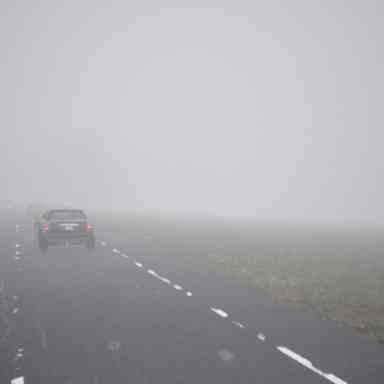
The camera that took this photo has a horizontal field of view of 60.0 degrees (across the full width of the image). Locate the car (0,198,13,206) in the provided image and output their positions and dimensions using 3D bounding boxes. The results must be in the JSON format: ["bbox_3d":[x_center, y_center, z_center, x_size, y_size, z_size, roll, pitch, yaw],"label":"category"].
[{"bbox_3d":[-35.313,1.824,63.481,2.128,1.511,4.902,1,-1,-24],"label":"car"}]

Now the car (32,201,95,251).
[{"bbox_3d":[-5.805,1.446,14.896,2.097,1.767,4.553,1,-1,-28],"label":"car"}]

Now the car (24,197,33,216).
[{"bbox_3d":[-16.455,1.664,35.221,1.882,1.535,5.008,1,-1,-28],"label":"car"}]

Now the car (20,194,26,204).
[{"bbox_3d":[-37.757,1.917,75.882,1.882,1.535,5.008,1,-1,-28],"label":"car"}]
